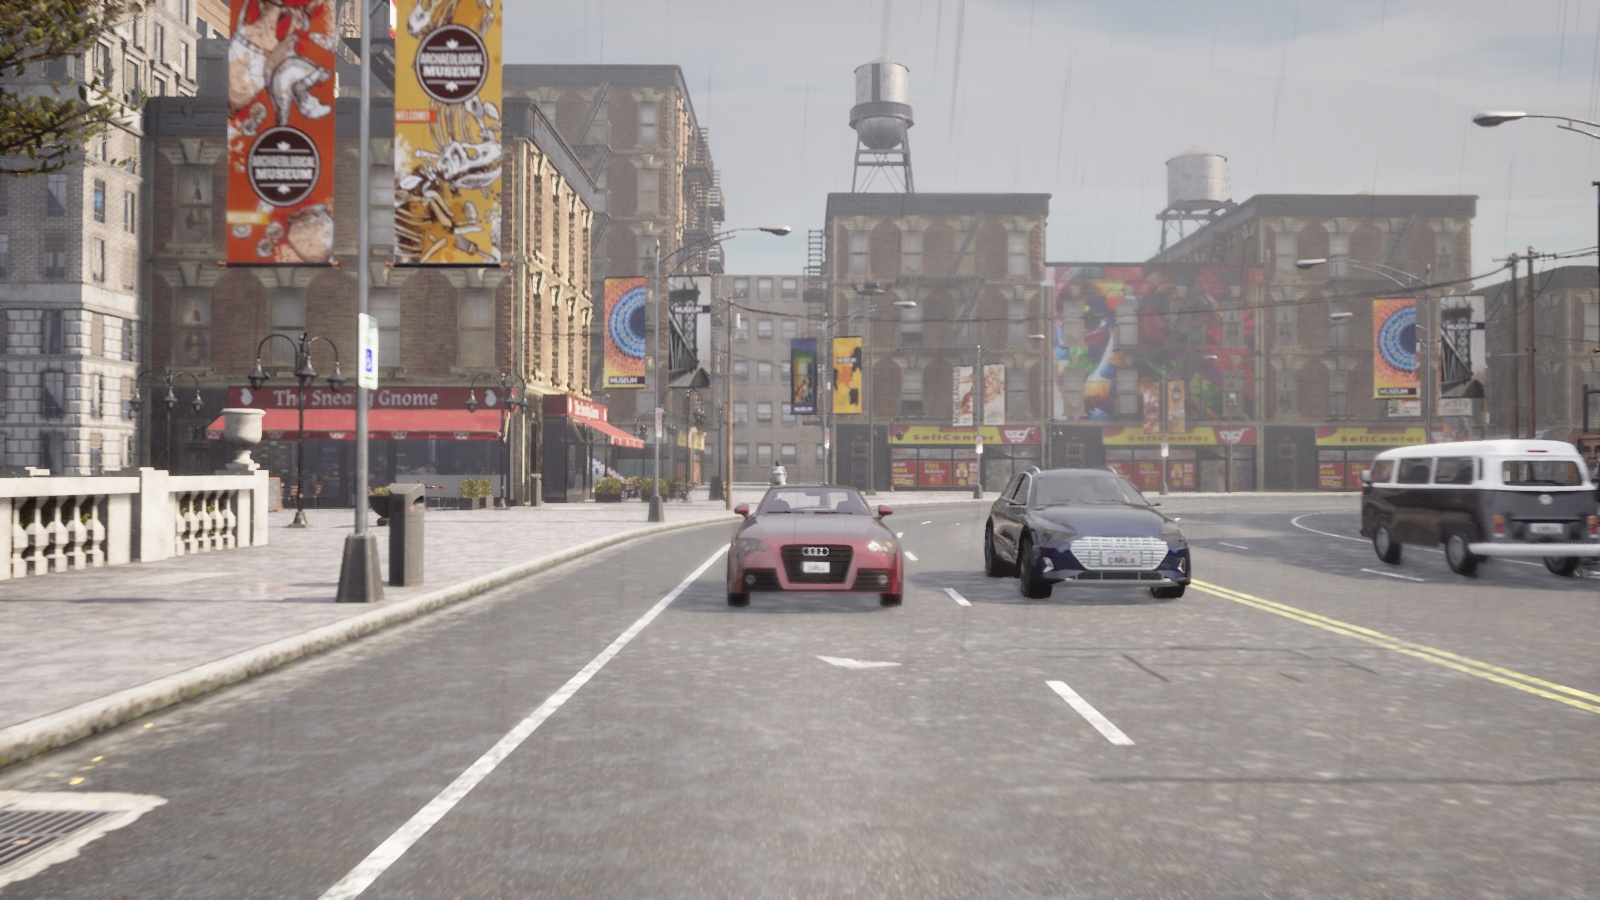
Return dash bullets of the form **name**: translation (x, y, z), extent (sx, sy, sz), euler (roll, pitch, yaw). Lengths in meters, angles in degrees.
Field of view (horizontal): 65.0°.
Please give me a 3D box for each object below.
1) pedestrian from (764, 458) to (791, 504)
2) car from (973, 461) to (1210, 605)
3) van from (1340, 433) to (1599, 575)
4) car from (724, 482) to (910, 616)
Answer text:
- **pedestrian**: translation (-0.923, 1.274, 51.169), extent (0.874, 1.855, 0.900), euler (-1, -1, 17)
- **car**: translation (3.687, 0.992, 16.862), extent (2.033, 1.649, 4.856), euler (0, -1, 0)
- **van**: translation (10.734, 0.811, 20.336), extent (2.069, 2.038, 4.480), euler (0, -1, 1)
- **car**: translation (0.164, 1.120, 15.595), extent (1.994, 1.385, 4.181), euler (0, -1, -1)
